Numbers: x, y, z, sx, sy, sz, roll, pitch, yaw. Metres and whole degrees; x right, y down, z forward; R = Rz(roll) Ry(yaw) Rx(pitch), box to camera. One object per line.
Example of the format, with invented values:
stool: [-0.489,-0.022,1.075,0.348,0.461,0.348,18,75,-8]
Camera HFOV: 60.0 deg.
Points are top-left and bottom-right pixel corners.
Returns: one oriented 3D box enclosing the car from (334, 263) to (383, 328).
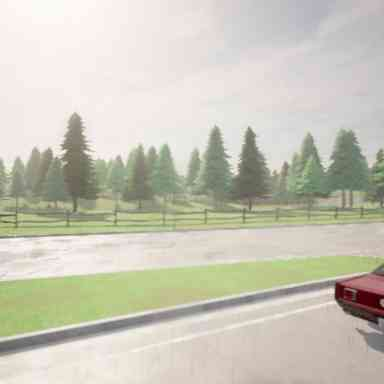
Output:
car: [4.913,1.732,6.055,4.718,1.301,1.895,0,-2,-28]
